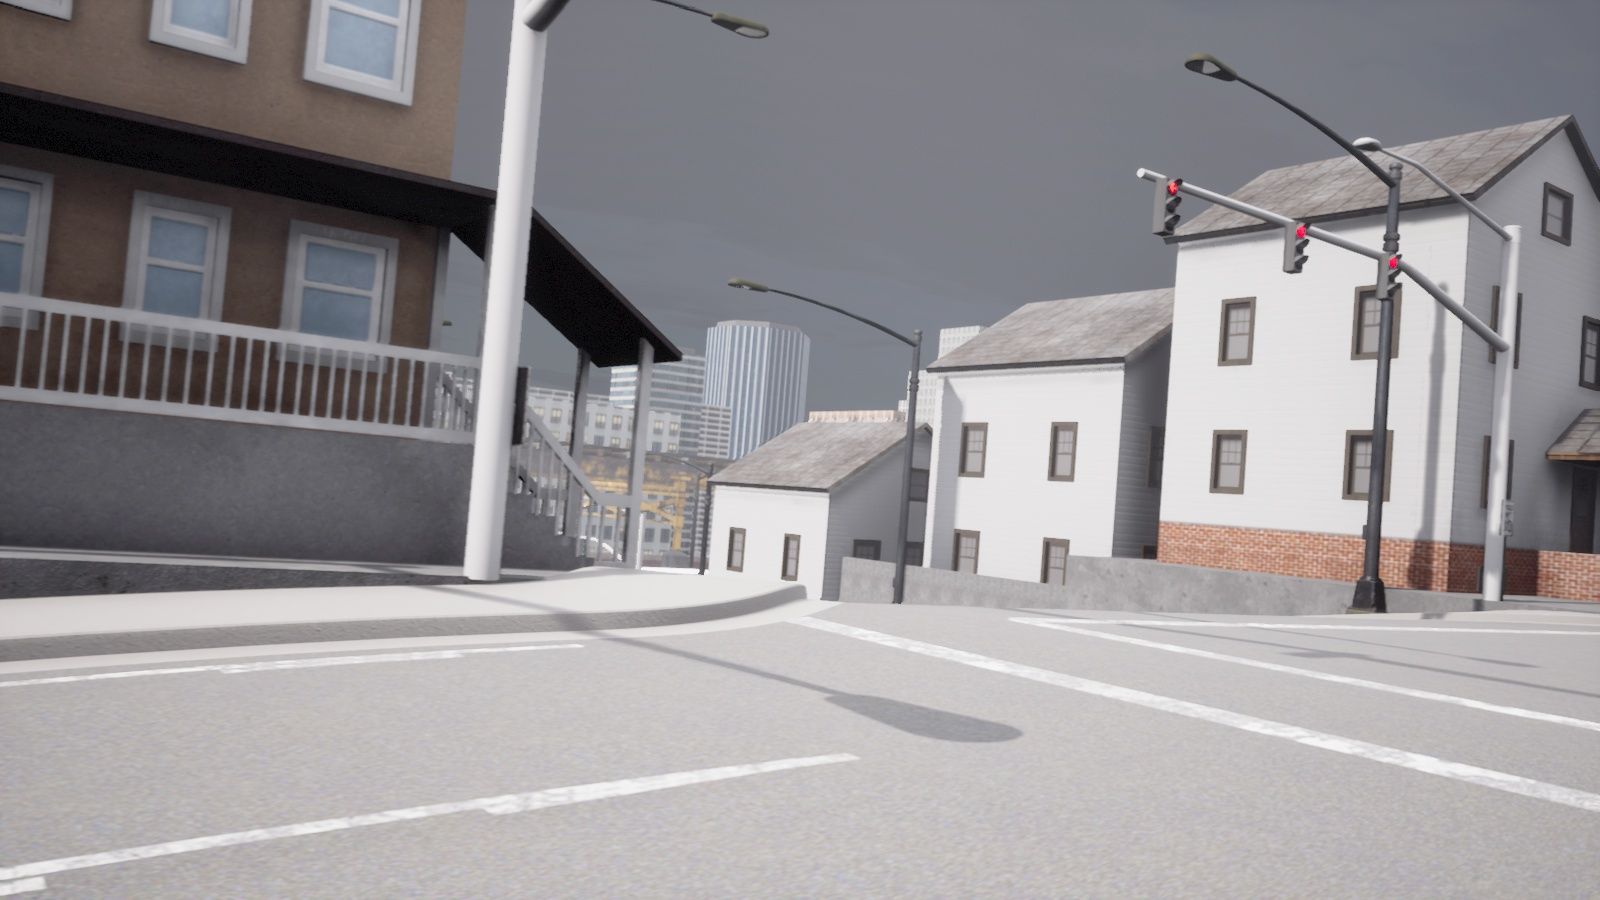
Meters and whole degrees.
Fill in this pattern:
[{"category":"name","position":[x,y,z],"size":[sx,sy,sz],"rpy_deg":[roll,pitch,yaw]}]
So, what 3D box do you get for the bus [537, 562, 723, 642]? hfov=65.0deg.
[{"category":"bus","position":[-10.296,9.317,76.794],"size":[10.273,4.253,3.944],"rpy_deg":[6,-3,-34]}]
